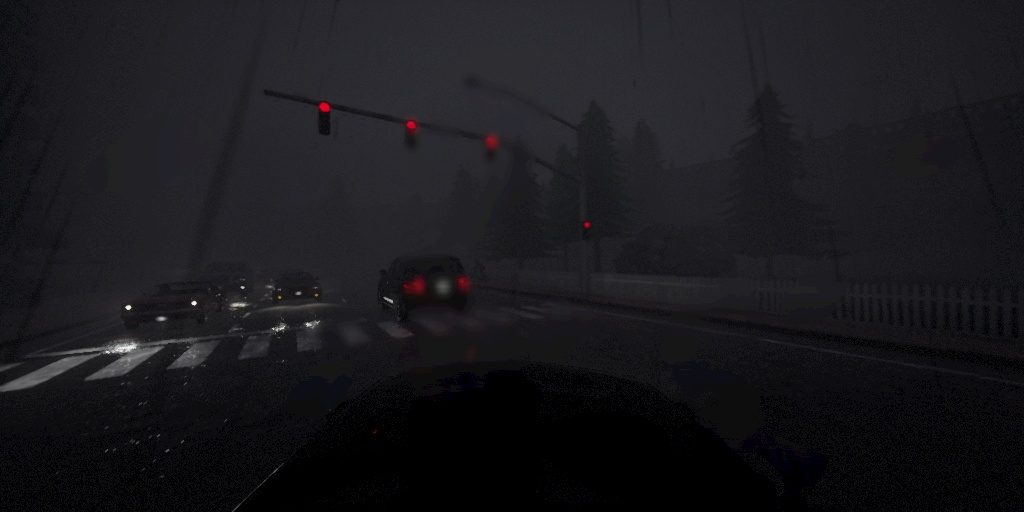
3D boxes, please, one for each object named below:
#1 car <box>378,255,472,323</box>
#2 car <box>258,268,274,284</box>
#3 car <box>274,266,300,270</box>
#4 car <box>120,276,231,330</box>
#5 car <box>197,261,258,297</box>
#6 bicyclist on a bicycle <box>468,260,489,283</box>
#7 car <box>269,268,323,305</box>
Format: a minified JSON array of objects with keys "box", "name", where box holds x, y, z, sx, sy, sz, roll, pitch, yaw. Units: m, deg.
[{"box":[-3.306,1.019,12.798,2.150,2.045,5.566,-1,0,-29],"name":"car"},{"box":[-21.686,1.758,32.456,4.181,1.385,1.994,-1,0,38],"name":"car"},{"box":[-15.134,1.617,24.930,1.994,1.385,4.181,-1,0,-34],"name":"car"},{"box":[-11.511,1.576,12.530,1.895,1.301,4.718,-1,0,-31],"name":"car"},{"box":[-16.539,1.304,20.895,2.150,2.045,5.566,-1,0,-32],"name":"car"},{"box":[-2.380,1.077,25.553,1.656,1.620,0.582,-2,0,-31],"name":"bicyclist on a bicycle"},{"box":[-10.646,1.520,17.826,1.994,1.385,4.181,-1,0,-31],"name":"car"}]
